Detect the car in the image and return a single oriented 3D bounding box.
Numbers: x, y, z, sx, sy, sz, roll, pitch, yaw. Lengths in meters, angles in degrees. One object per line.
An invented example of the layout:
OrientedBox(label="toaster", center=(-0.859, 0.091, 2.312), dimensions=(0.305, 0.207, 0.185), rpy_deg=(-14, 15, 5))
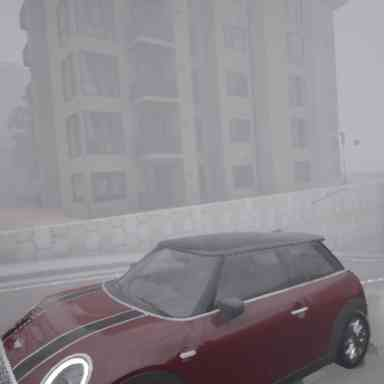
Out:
OrientedBox(label="car", center=(0.154, 1.354, 4.097), dimensions=(4.553, 1.767, 2.097), rpy_deg=(-1, 0, -35))
